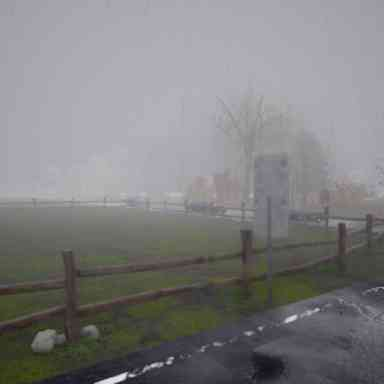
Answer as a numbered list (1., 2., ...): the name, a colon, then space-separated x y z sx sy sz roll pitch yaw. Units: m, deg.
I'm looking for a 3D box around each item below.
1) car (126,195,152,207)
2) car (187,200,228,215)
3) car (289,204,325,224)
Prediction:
1. car: -7.051 1.210 43.759 2.128 1.511 4.902 -1 1 -35
2. car: 1.336 1.434 31.907 1.895 1.301 4.718 -1 1 -35
3. car: 7.132 1.509 23.732 1.895 1.301 4.718 -1 1 -35
